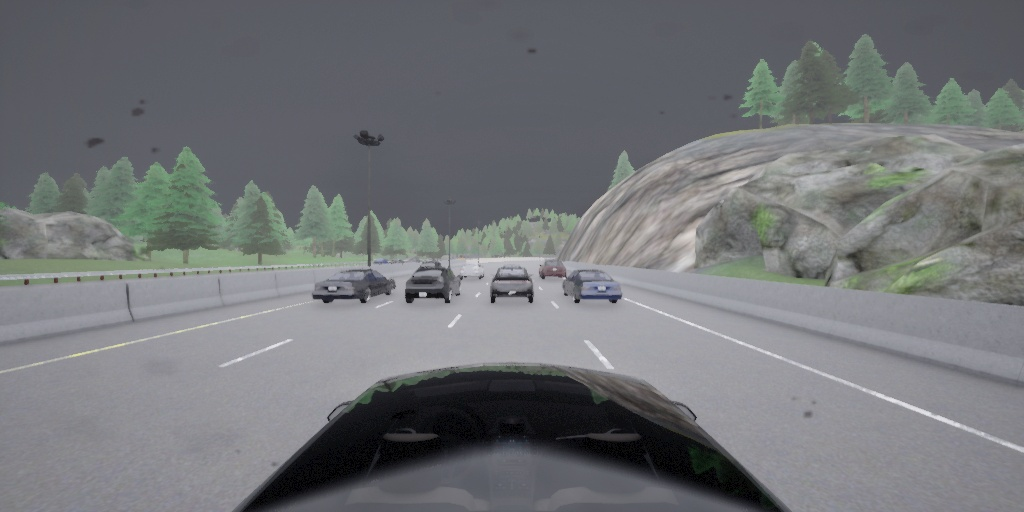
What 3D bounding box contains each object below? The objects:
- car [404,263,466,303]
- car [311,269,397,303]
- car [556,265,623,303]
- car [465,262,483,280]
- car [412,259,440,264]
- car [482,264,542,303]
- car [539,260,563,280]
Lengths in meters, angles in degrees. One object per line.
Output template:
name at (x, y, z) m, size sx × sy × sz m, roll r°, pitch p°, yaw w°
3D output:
car at (-3.500, 1.263, 16.500) m, size 1.837 × 1.490 × 4.892 m, roll 0°, pitch 0°, yaw 0°
car at (-7.000, 1.310, 16.500) m, size 2.033 × 1.411 × 5.357 m, roll 0°, pitch 0°, yaw 0°
car at (3.500, 1.310, 16.500) m, size 2.033 × 1.411 × 5.357 m, roll 0°, pitch 0°, yaw 0°
car at (-3.500, 1.280, 31.500) m, size 1.812 × 1.442 × 4.674 m, roll 0°, pitch 0°, yaw 0°
car at (-7.000, 1.264, 31.500) m, size 1.837 × 1.490 × 4.892 m, roll 0°, pitch 0°, yaw 0°
car at (0.000, 1.242, 16.500) m, size 2.128 × 1.511 × 4.902 m, roll 0°, pitch 0°, yaw 0°
car at (3.500, 1.114, 31.470) m, size 2.097 × 1.767 × 4.553 m, roll 0°, pitch 0°, yaw 0°
